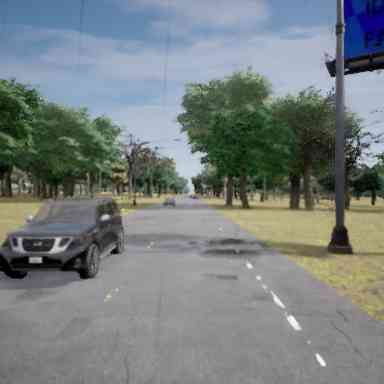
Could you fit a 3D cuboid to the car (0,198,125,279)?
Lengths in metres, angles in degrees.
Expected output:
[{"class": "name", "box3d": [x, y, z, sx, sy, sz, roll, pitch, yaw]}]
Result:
[{"class": "car", "box3d": [-3.606, 1.218, 10.424, 2.150, 2.045, 5.566, 0, 0, 0]}]

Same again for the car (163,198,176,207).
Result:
[{"class": "car", "box3d": [-3.587, 1.617, 53.291, 2.033, 1.411, 5.357, 0, 0, 1]}]
